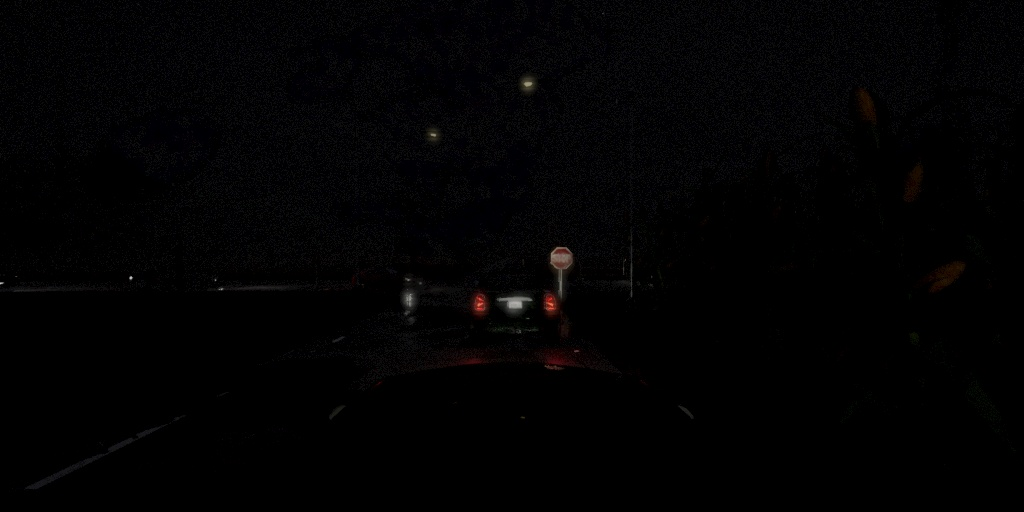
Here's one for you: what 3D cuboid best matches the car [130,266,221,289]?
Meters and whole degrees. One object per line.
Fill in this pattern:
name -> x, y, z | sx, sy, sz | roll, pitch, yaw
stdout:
car -> -21.705, 1.310, 23.239 | 4.902, 1.511, 2.128 | 0, 2, -1

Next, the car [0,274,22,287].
car -> -35.178, 1.472, 23.169 | 4.718, 1.301, 1.895 | 0, 2, 0

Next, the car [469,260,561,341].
car -> 0.026, 1.098, 10.000 | 2.097, 1.767, 4.553 | 0, 0, -1

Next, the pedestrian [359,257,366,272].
pedestrian -> -12.252, 0.984, 29.271 | 0.375, 1.860, 0.375 | 0, 2, 0

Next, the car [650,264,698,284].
car -> 12.631, 1.251, 26.409 | 4.674, 1.442, 1.812 | 0, 2, 0

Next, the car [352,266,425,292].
car -> -7.643, 1.356, 22.122 | 4.674, 1.442, 1.812 | 0, 1, 19
